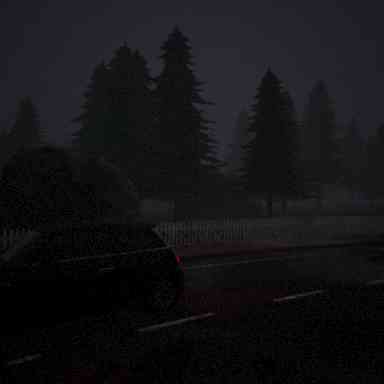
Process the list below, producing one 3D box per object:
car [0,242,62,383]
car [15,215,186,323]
[{"bbox_3d":[-3.195,1.341,1.311,4.553,1.767,2.097,0,0,-37],"label":"car"},{"bbox_3d":[-2.441,1.362,6.156,4.553,1.767,2.097,0,0,-33],"label":"car"}]
